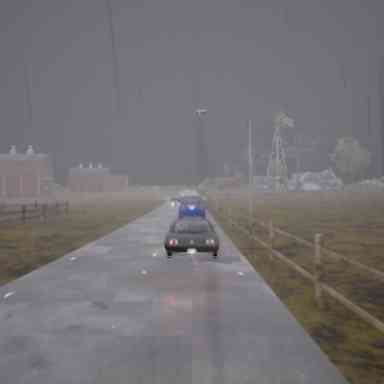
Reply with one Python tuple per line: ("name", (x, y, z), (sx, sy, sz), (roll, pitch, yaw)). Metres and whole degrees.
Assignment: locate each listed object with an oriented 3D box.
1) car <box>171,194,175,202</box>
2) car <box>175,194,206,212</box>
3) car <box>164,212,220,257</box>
("car", (-2.771, 1.094, 60.447), (1.994, 1.385, 4.181), (0, 1, 1))
("car", (0.010, 1.290, 27.538), (2.150, 2.045, 5.566), (0, 1, 0))
("car", (0.017, 1.680, 13.214), (1.895, 1.301, 4.718), (0, 0, 0))
